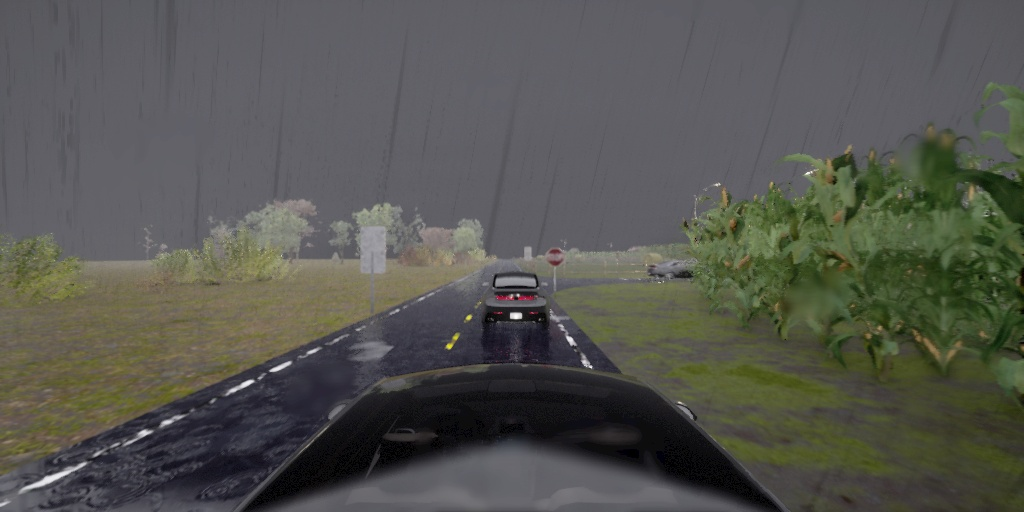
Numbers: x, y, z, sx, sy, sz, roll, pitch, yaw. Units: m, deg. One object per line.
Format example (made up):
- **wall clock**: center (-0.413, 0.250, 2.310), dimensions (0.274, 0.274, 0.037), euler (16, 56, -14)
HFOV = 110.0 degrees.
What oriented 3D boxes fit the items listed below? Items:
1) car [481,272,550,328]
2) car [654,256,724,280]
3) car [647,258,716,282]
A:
- **car**: center (0.101, 1.230, 11.224), dimensions (1.837, 1.490, 4.892), euler (0, 0, 0)
- **car**: center (14.053, 0.911, 28.617), dimensions (4.553, 1.767, 2.097), euler (-1, -1, -1)
- **car**: center (12.210, 1.031, 25.615), dimensions (4.902, 1.511, 2.128), euler (-1, -1, -2)
